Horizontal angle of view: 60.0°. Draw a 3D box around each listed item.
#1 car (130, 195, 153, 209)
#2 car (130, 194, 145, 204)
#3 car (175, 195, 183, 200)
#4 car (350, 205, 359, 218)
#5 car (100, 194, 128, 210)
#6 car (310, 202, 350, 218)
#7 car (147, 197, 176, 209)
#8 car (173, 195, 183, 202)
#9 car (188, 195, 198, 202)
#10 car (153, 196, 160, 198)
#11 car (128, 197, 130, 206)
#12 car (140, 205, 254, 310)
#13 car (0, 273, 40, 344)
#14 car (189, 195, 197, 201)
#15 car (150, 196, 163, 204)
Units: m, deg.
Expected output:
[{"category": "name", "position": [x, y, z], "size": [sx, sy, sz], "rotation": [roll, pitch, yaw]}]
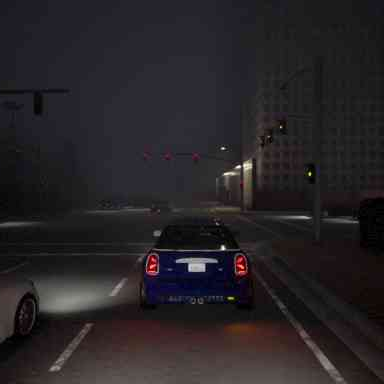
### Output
[{"category": "car", "position": [-6.983, 1.526, 46.264], "size": [1.812, 1.442, 4.674], "rotation": [0, 0, 0]}, {"category": "car", "position": [-10.409, 1.352, 63.584], "size": [2.097, 1.767, 4.553], "rotation": [0, 0, 1]}, {"category": "car", "position": [-3.315, 1.423, 83.714], "size": [1.895, 1.301, 4.718], "rotation": [0, 0, 0]}, {"category": "car", "position": [15.861, 1.560, 26.864], "size": [4.892, 1.490, 1.837], "rotation": [0, 0, 0]}, {"category": "car", "position": [-10.493, 1.221, 44.032], "size": [2.150, 2.045, 5.566], "rotation": [0, 0, 0]}, {"category": "car", "position": [13.018, 1.619, 30.365], "size": [4.181, 1.385, 1.994], "rotation": [0, 0, 0]}, {"category": "car", "position": [-3.301, 1.605, 37.081], "size": [1.895, 1.301, 4.718], "rotation": [0, 0, 4]}, {"category": "car", "position": [-3.337, 1.469, 73.462], "size": [1.882, 1.535, 5.008], "rotation": [0, 0, 0]}, {"category": "car", "position": [0.170, 1.355, 73.790], "size": [2.097, 1.767, 4.553], "rotation": [0, 0, 0]}, {"category": "car", "position": [-6.958, 1.505, 55.158], "size": [1.837, 1.490, 4.892], "rotation": [0, 0, 0]}, {"category": "car", "position": [-10.466, 1.477, 53.804], "size": [1.882, 1.535, 5.008], "rotation": [0, 0, 0]}, {"category": "car", "position": [0.101, 1.352, 7.990], "size": [2.097, 1.767, 4.553], "rotation": [0, 0, 0]}, {"category": "car", "position": [-3.431, 1.526, 3.560], "size": [1.812, 1.442, 4.674], "rotation": [0, 0, 1]}, {"category": "car", "position": [0.185, 1.540, 83.772], "size": [2.033, 1.411, 5.357], "rotation": [0, 0, 0]}, {"category": "car", "position": [-6.898, 1.564, 65.204], "size": [1.994, 1.385, 4.181], "rotation": [0, 0, 0]}]
